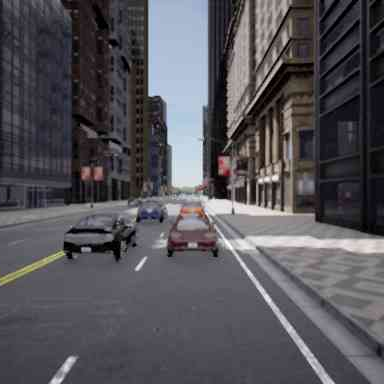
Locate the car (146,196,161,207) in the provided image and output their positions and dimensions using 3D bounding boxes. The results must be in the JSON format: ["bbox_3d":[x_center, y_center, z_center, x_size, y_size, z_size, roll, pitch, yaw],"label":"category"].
[{"bbox_3d":[-6.575,1.652,57.065,2.097,1.767,4.553,0,0,0],"label":"car"}]

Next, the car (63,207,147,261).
[{"bbox_3d":[-3.210,1.558,12.567,2.128,1.511,4.902,0,0,0],"label":"car"}]

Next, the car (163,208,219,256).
[{"bbox_3d":[0.044,1.595,13.297,1.812,1.442,4.674,0,0,0],"label":"car"}]

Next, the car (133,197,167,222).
[{"bbox_3d":[-3.215,1.493,27.488,2.097,1.767,4.553,0,0,1],"label":"car"}]

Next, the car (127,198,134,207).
[{"bbox_3d":[-9.823,1.791,56.939,2.128,1.511,4.902,0,0,0],"label":"car"}]

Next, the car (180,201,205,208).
[{"bbox_3d":[0.036,1.493,27.490,2.097,1.767,4.553,0,0,0],"label":"car"}]
